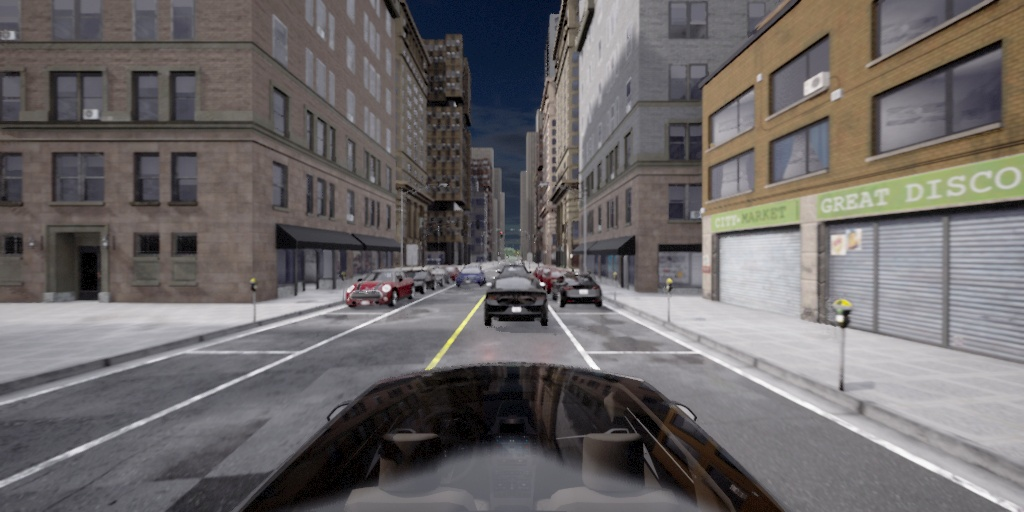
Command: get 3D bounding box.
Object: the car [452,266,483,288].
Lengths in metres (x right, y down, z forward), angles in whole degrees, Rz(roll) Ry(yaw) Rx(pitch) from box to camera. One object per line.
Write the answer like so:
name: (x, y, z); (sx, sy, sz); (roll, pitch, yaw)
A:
car: (-2.969, 1.512, 26.754); (1.812, 1.442, 4.674); (0, -1, 1)

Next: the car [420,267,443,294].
car: (-5.712, 1.502, 21.521); (1.948, 1.339, 4.313); (0, 0, 0)

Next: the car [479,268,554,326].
car: (0.124, 1.326, 12.156); (1.882, 1.535, 5.008); (0, -1, 0)

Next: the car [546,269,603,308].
car: (2.798, 1.450, 15.992); (1.948, 1.339, 4.313); (0, 0, 0)

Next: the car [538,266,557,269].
car: (2.813, 1.482, 21.496); (1.888, 1.381, 4.507); (0, 0, 0)

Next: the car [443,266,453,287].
car: (-5.697, 1.539, 27.026); (2.007, 1.370, 4.403); (0, 0, 0)

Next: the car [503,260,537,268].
car: (0.154, 1.289, 21.500); (2.097, 1.767, 4.553); (0, -1, 0)

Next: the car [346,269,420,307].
car: (-5.728, 1.323, 16.016); (1.967, 1.591, 4.097); (0, 0, 0)
